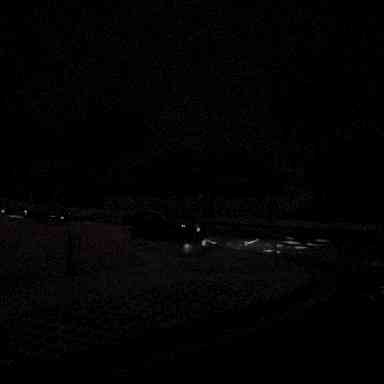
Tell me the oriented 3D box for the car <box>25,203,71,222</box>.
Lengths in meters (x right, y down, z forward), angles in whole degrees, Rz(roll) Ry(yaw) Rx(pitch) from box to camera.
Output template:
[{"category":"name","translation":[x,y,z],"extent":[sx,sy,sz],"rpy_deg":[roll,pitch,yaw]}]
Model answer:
[{"category":"car","translation":[-11.261,1.643,25.792],"extent":[4.892,1.490,1.837],"rpy_deg":[0,3,41]}]

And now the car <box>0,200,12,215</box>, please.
[{"category":"car","translation":[-19.963,1.592,33.978],"extent":[2.128,1.511,4.902],"rpy_deg":[-4,4,-44]}]

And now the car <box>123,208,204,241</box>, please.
[{"category":"car","translation":[-1.670,1.635,18.187],"extent":[4.902,1.511,2.128],"rpy_deg":[0,3,36]}]
